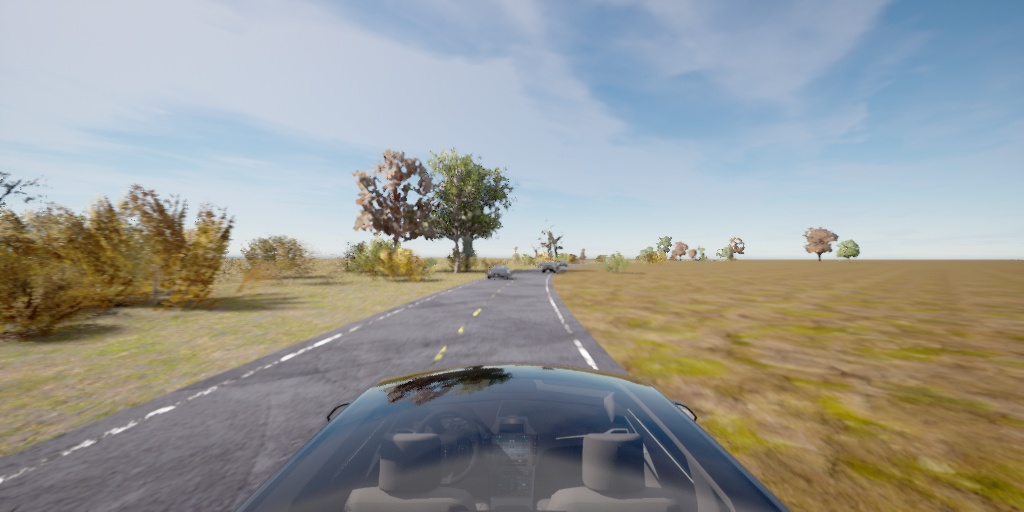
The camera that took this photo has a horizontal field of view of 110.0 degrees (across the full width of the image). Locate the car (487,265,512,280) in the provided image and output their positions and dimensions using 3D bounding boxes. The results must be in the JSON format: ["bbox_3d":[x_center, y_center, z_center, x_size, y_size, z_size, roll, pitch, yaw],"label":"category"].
[{"bbox_3d":[-1.180,1.589,34.768,1.994,1.385,4.181,0,-1,7],"label":"car"}]

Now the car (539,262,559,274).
[{"bbox_3d":[5.263,1.697,50.879,1.837,1.490,4.892,0,0,10],"label":"car"}]
